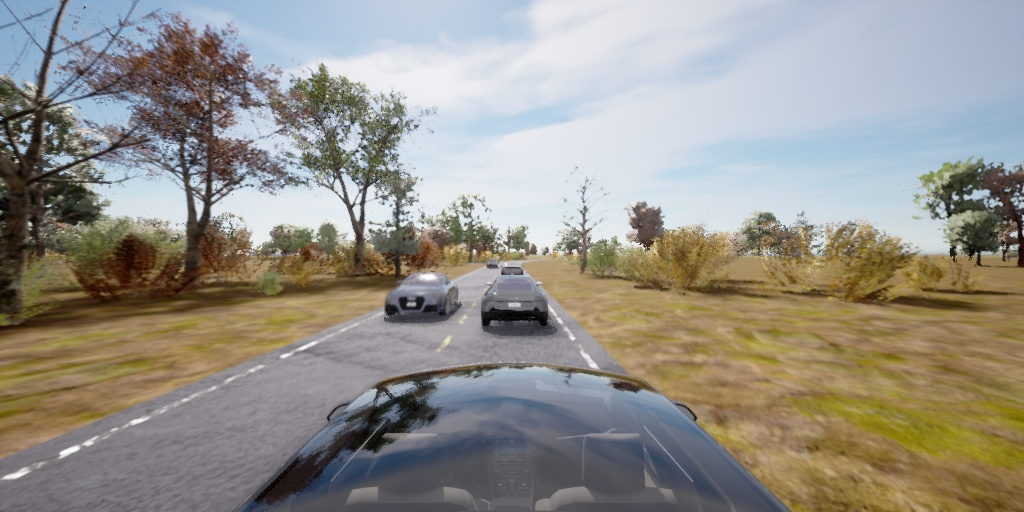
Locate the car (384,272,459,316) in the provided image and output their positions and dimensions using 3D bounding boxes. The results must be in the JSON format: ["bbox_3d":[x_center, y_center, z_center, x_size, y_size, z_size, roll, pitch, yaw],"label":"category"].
[{"bbox_3d":[-3.134,1.307,13.152,1.994,1.385,4.181,0,0,0],"label":"car"}]

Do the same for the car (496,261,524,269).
[{"bbox_3d":[0.021,1.235,30.712,2.128,1.511,4.902,0,0,0],"label":"car"}]

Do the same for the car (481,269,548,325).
[{"bbox_3d":[0.067,1.312,11.851,1.994,1.385,4.181,0,0,0],"label":"car"}]

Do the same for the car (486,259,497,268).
[{"bbox_3d":[-3.152,1.279,58.016,1.837,1.490,4.892,0,0,0],"label":"car"}]
